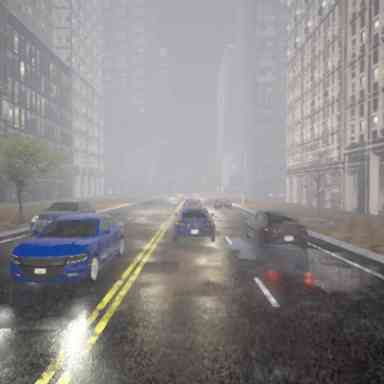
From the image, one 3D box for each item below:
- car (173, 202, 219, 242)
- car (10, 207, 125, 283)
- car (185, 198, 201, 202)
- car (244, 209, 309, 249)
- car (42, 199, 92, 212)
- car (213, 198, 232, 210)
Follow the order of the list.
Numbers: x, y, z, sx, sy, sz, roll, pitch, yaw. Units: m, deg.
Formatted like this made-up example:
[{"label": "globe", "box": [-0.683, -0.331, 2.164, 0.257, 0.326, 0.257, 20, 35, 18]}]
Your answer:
[{"label": "car", "box": [0.106, 1.408, 15.679, 1.812, 1.442, 4.674, 0, 0, 0]}, {"label": "car", "box": [-3.249, 1.406, 9.615, 1.882, 1.535, 5.008, 0, 0, 0]}, {"label": "car", "box": [0.110, 1.322, 36.537, 1.895, 1.301, 4.718, 0, 0, 0]}, {"label": "car", "box": [3.355, 1.422, 13.804, 1.812, 1.442, 4.674, 0, 1, 0]}, {"label": "car", "box": [-6.497, 1.223, 17.332, 2.097, 1.767, 4.553, 0, 0, 0]}, {"label": "car", "box": [3.355, 1.312, 37.684, 1.895, 1.301, 4.718, 0, 0, 0]}]
